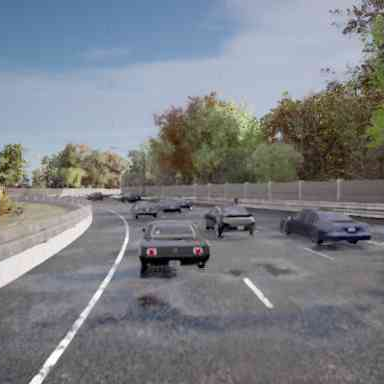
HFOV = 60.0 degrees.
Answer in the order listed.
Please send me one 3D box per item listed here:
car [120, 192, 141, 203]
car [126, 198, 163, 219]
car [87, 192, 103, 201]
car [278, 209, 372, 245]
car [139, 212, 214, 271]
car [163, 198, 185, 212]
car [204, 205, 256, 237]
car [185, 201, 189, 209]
[{"bbox_3d":[-11.219,1.093,60.542,2.150,2.045,5.566,0,0,-33],"label":"car"},{"bbox_3d":[-4.248,1.483,28.865,2.033,1.411,5.357,0,0,-16],"label":"car"},{"bbox_3d":[-22.287,1.092,76.268,2.150,2.045,5.566,0,0,-36],"label":"car"},{"bbox_3d":[5.792,1.486,15.271,2.033,1.411,5.357,0,0,-8],"label":"car"},{"bbox_3d":[-0.689,1.573,10.896,1.895,1.301,4.718,0,0,-6],"label":"car"},{"bbox_3d":[-2.612,1.477,35.124,1.994,1.385,4.181,0,0,-19],"label":"car"},{"bbox_3d":[1.847,1.437,17.675,2.128,1.511,4.902,0,0,-9],"label":"car"},{"bbox_3d":[-1.955,1.456,42.922,1.994,1.385,4.181,0,0,-25],"label":"car"}]
